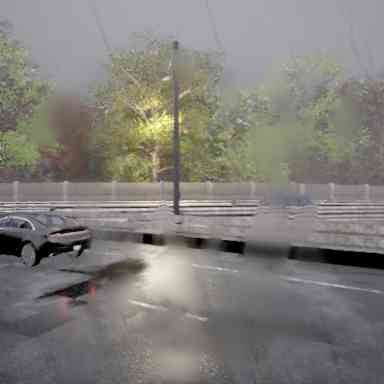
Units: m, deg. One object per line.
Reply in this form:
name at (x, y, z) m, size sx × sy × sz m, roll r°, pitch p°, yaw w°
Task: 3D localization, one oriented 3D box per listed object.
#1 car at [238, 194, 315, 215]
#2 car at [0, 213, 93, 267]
car at (6.249, 1.240, 24.557) m, size 5.566 × 2.045 × 2.150 m, roll -2°, pitch 0°, yaw -10°
car at (-5.553, 1.469, 11.246) m, size 4.902 × 1.511 × 2.128 m, roll 0°, pitch 0°, yaw 30°
